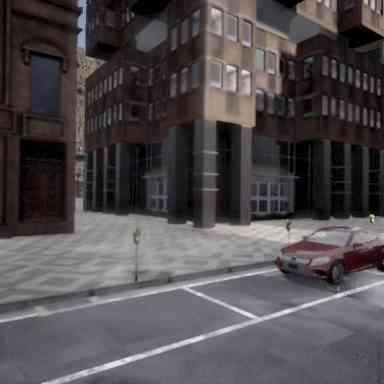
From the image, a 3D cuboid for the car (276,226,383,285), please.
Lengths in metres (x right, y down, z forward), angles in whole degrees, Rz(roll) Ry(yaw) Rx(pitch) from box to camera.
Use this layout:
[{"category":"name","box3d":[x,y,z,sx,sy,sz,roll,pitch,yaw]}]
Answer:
[{"category":"car","box3d":[4.287,1.676,9.702,4.206,1.307,1.802,1,0,-35]}]
